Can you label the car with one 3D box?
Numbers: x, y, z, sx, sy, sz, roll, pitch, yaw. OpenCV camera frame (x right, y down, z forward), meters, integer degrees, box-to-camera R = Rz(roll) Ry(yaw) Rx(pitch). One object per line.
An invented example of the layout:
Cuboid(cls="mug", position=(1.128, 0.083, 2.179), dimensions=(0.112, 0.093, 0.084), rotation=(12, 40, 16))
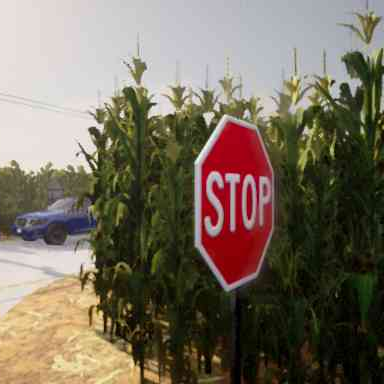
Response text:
Cuboid(cls="car", position=(-5.385, 1.213, 15.718), dimensions=(2.150, 2.045, 5.566), rotation=(0, 0, 36))
